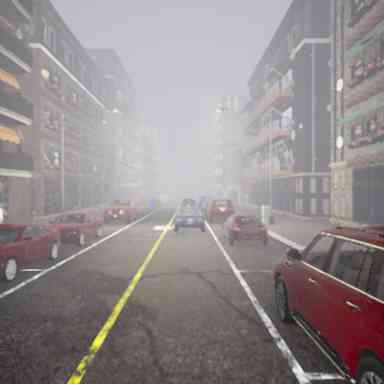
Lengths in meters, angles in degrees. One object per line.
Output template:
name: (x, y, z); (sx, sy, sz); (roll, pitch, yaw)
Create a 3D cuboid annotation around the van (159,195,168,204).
van: (-6.197, 1.677, 72.045); (1.690, 1.788, 3.998); (-1, 0, -1)

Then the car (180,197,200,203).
car: (-0.398, 1.534, 41.160); (2.097, 1.767, 4.553); (0, 0, -1)

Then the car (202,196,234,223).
car: (2.235, 1.425, 26.870); (2.192, 1.841, 5.009); (-1, 0, -1)

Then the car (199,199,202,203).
car: (2.101, 1.742, 38.197); (1.802, 1.307, 4.206); (-1, 0, -1)

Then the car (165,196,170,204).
car: (-6.124, 1.862, 66.393); (2.008, 1.369, 4.403); (-1, 0, -1)

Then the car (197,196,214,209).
car: (1.959, 1.525, 49.526); (2.192, 1.841, 5.009); (-1, 0, -1)

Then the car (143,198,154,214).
car: (-5.778, 1.710, 37.969); (1.752, 1.417, 4.829); (-1, 0, -1)

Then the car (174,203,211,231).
car: (-0.156, 1.640, 21.202); (2.033, 1.411, 5.357); (0, 0, -1)

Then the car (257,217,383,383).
car: (2.512, 1.326, 4.215); (2.192, 1.841, 5.009); (-1, 0, -1)

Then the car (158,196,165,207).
car: (-5.988, 1.701, 55.092); (1.967, 1.590, 4.097); (-1, 0, -1)

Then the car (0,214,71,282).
car: (-5.434, 1.606, 9.885); (1.887, 1.381, 4.507); (-1, 0, -1)

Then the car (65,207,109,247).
car: (-5.503, 1.630, 15.536); (1.887, 1.381, 4.507); (-1, 0, -1)

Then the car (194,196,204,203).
car: (1.615, 1.776, 77.845); (1.967, 1.590, 4.097); (-1, 0, -1)

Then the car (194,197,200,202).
car: (1.409, 1.993, 94.836); (1.802, 1.307, 4.206); (-1, 0, -1)

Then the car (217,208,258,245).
car: (2.378, 1.642, 15.542); (1.802, 1.307, 4.206); (-1, 0, -1)

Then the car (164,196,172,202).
car: (-6.399, 1.936, 88.827); (1.752, 1.417, 4.829); (-1, 0, -1)

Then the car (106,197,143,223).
car: (-5.645, 1.451, 26.838); (2.192, 1.841, 5.009); (-1, 0, -1)

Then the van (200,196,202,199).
van: (2.028, 1.526, 43.862); (1.690, 1.788, 3.998); (-1, 0, -1)

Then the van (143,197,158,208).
van: (-5.852, 1.552, 43.791); (1.690, 1.788, 3.998); (-1, 0, -1)
